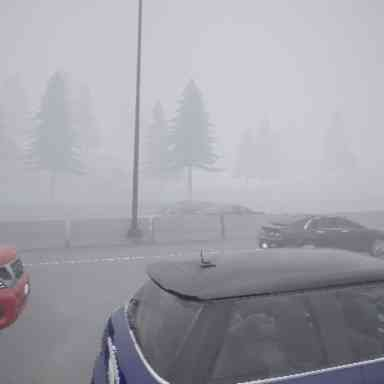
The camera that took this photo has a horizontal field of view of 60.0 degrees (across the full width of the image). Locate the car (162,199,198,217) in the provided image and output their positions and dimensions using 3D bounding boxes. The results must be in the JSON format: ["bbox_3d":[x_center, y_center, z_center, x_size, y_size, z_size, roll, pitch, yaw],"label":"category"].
[{"bbox_3d":[0.286,1.464,28.860,4.902,1.511,2.128,0,0,-19],"label":"car"}]

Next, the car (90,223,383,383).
[{"bbox_3d":[1.421,1.352,3.121,4.553,1.767,2.097,0,0,-19],"label":"car"}]

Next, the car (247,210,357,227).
[{"bbox_3d":[4.652,1.491,11.643,4.892,1.490,1.837,0,0,-19],"label":"car"}]

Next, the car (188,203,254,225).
[{"bbox_3d":[2.419,1.577,22.191,4.718,1.301,1.895,0,0,-19],"label":"car"}]

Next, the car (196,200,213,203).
[{"bbox_3d":[2.789,1.532,26.021,4.181,1.385,1.994,0,0,-19],"label":"car"}]

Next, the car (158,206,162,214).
[{"bbox_3d":[-0.850,1.476,32.171,4.892,1.490,1.837,0,0,-19],"label":"car"}]

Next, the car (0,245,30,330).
[{"bbox_3d":[-5.304,1.216,4.501,5.566,2.045,2.150,0,0,-19],"label":"car"}]
